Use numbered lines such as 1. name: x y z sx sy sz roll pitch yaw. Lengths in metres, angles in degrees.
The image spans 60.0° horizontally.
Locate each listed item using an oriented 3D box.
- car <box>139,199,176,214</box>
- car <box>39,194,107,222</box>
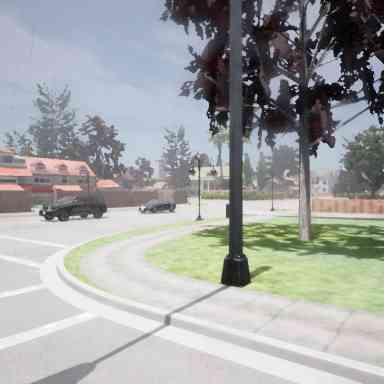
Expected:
1. car: -3.661 1.492 35.905 2.128 1.511 4.902 0 0 34
2. car: -9.536 1.222 27.239 2.150 2.045 5.566 0 0 35
